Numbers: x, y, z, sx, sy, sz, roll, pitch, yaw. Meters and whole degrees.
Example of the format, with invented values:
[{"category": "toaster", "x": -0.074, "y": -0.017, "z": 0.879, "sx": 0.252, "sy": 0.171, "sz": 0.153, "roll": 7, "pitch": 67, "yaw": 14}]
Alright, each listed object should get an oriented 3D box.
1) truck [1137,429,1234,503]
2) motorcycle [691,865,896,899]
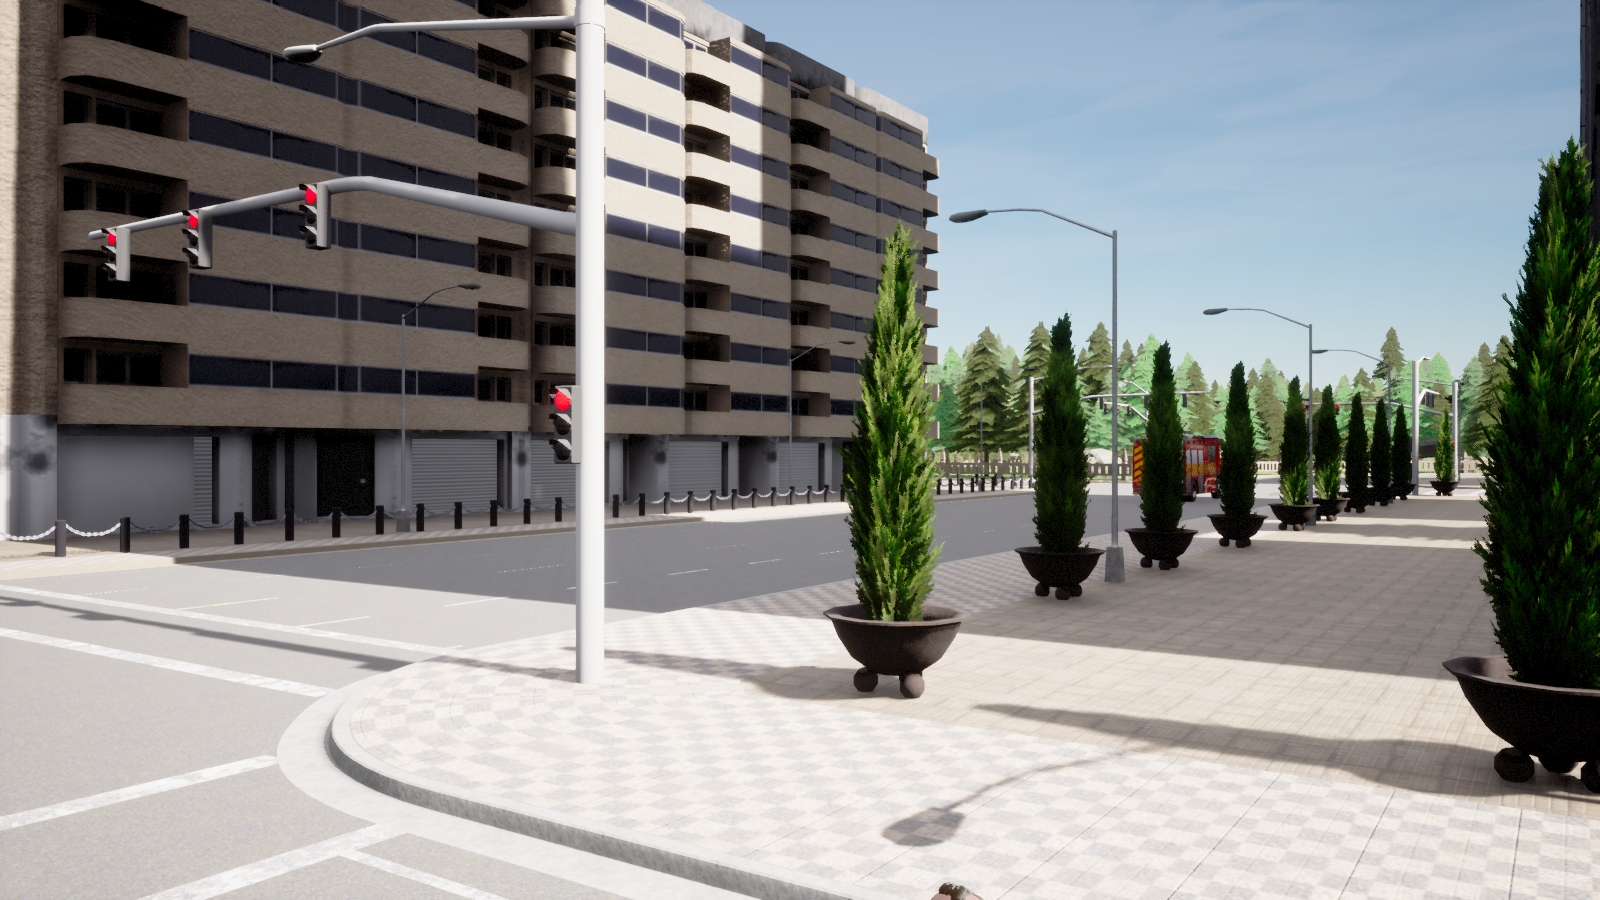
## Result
[{"category": "truck", "x": 21.438, "y": 0.835, "z": 63.219, "sx": 2.891, "sy": 3.827, "sz": 8.468, "roll": 0, "pitch": 0, "yaw": 34}, {"category": "motorcycle", "x": 0.516, "y": 2.205, "z": 3.364, "sx": 2.209, "sy": 1.251, "sz": 0.867, "roll": 0, "pitch": 0, "yaw": 34}]
